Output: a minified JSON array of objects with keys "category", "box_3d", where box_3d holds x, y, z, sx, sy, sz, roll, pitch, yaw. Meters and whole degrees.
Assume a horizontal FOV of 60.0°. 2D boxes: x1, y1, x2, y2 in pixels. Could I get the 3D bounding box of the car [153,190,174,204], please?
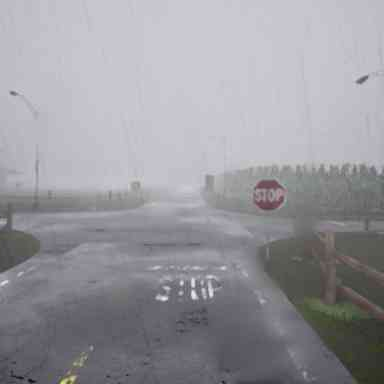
[{"category":"car","box_3d":[-2.985,0.533,35.735,1.994,1.385,4.181,0,2,0]}]
